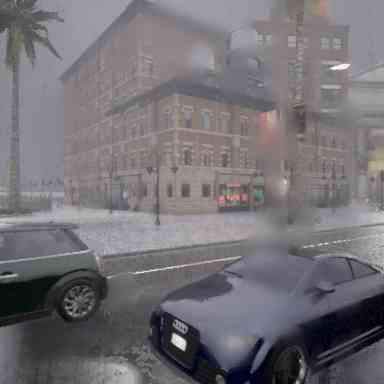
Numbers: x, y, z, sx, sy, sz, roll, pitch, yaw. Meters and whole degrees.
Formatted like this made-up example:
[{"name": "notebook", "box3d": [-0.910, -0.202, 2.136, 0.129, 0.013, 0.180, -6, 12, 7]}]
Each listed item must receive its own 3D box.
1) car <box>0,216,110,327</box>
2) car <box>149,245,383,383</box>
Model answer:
[{"name": "car", "box3d": [-3.822, 1.352, 5.566, 4.553, 1.767, 2.097, 0, 0, -35]}, {"name": "car", "box3d": [1.470, 1.564, 5.039, 4.181, 1.385, 1.994, 0, 0, -35]}]
